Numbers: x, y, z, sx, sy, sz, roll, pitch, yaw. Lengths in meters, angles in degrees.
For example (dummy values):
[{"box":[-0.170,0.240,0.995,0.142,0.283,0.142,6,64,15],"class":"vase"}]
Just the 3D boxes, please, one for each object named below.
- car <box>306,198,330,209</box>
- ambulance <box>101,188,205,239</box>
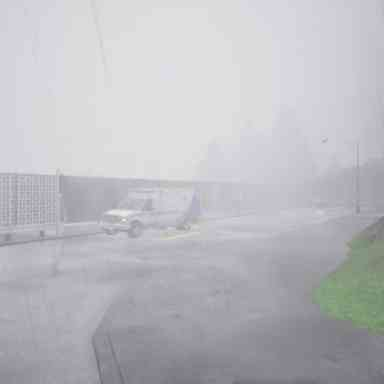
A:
[{"box":[16.810,1.506,44.238,1.812,1.442,4.674,0,0,40],"class":"car"},{"box":[-1.953,1.012,18.195,2.351,2.431,6.366,0,0,36],"class":"ambulance"}]
